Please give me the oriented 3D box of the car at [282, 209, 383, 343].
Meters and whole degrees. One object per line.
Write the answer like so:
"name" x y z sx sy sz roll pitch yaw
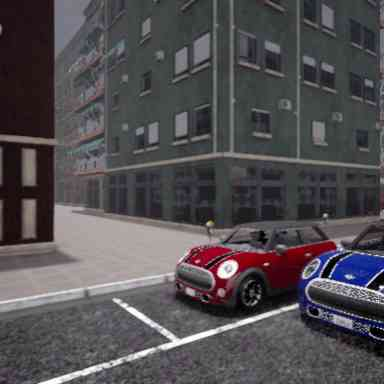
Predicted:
"car" 4.085 1.349 6.289 4.553 1.767 2.097 0 0 -35

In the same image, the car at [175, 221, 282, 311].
"car" 1.599 1.437 7.700 4.097 1.590 1.967 0 0 -36

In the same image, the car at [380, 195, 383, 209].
"car" 19.990 1.246 35.046 2.192 1.841 5.009 0 0 -36
